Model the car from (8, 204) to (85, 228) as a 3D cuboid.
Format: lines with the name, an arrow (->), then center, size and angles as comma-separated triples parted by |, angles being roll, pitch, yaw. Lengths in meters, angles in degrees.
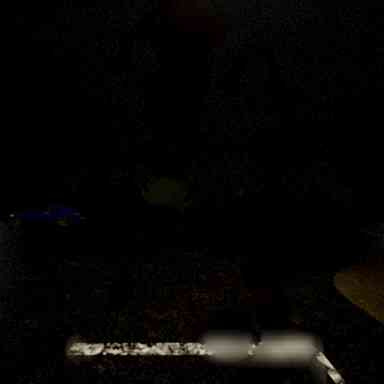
car -> -9.335, 1.494, 21.522 | 4.674, 1.442, 1.812 | 0, 0, -2
